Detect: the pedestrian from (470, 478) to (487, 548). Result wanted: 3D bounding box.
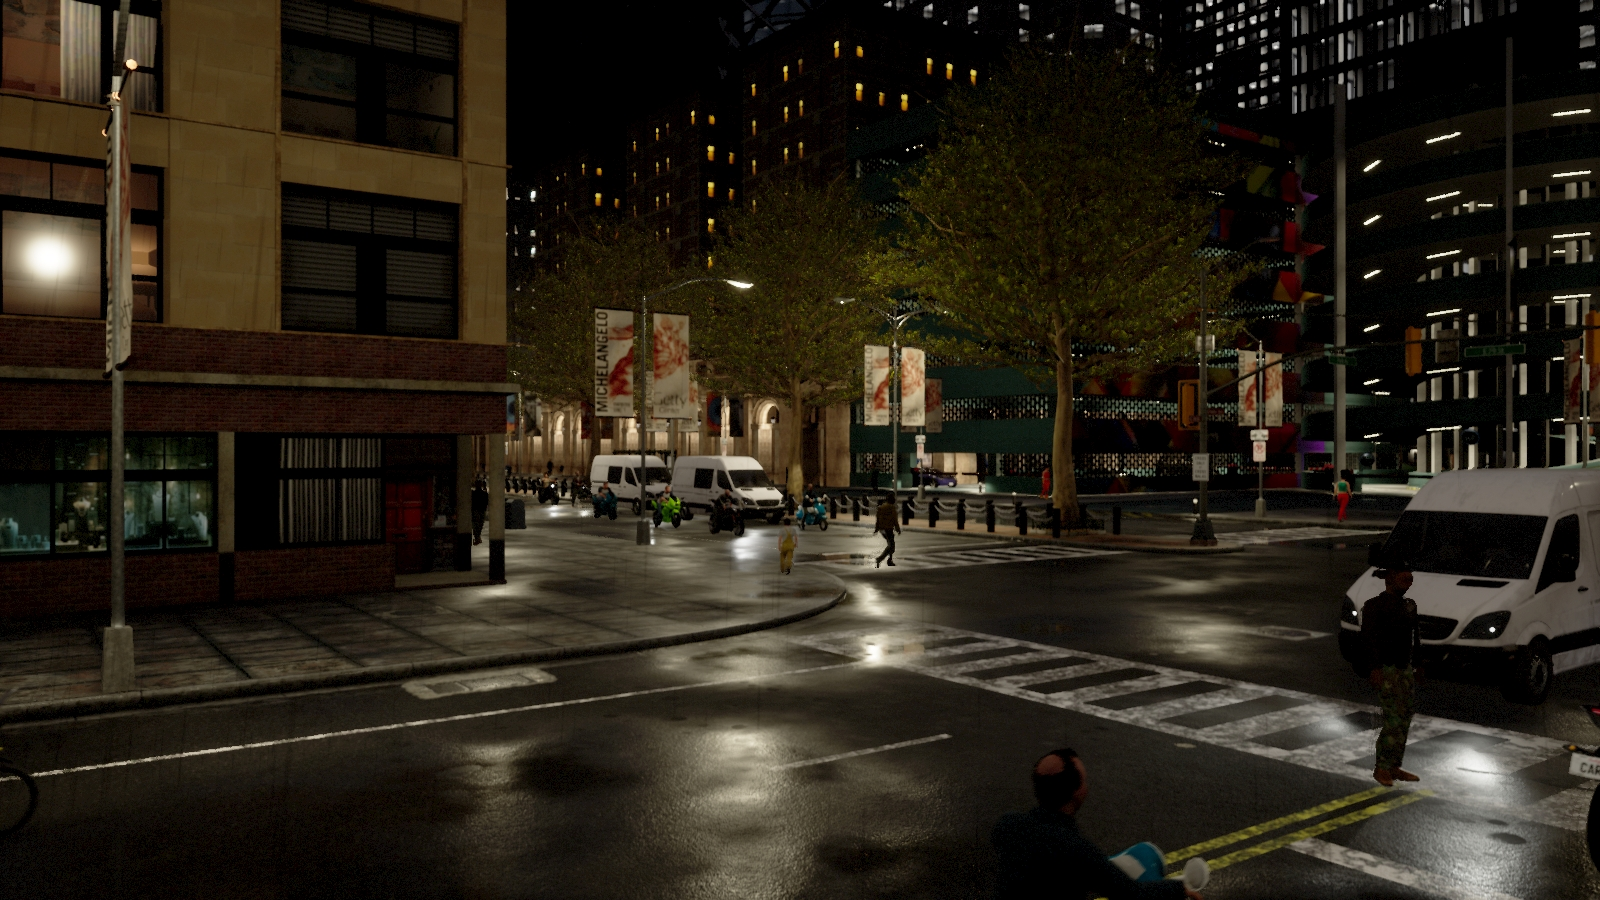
[{"bbox_3d":[-8.735,1.696,31.009,0.375,1.860,0.375,0,0,-27],"label":"pedestrian"}]

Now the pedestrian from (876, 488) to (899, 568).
[{"bbox_3d":[2.075,1.846,27.064,0.375,1.860,0.375,0,0,-38],"label":"pedestrian"}]

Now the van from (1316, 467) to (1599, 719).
[{"bbox_3d":[9.108,1.532,14.421,5.915,2.561,1.988,0,0,-35],"label":"van"}]

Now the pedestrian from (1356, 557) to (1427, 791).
[{"bbox_3d":[4.943,1.846,9.553,0.375,1.860,0.375,0,0,-24],"label":"pedestrian"}]

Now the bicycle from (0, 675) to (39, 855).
[{"bbox_3d":[-6.193,2.256,7.947,1.487,1.080,0.859,0,0,-34],"label":"bicycle"}]

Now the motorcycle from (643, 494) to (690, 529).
[{"bbox_3d":[-4.824,2.209,41.273,0.803,1.145,2.033,0,0,-35],"label":"motorcycle"}]

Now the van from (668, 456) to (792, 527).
[{"bbox_3d":[-2.818,1.530,44.498,1.988,2.561,5.915,0,0,-35],"label":"van"}]

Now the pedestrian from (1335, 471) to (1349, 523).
[{"bbox_3d":[19.697,1.691,41.494,0.375,1.860,0.375,0,0,40],"label":"pedestrian"}]

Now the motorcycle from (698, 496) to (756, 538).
[{"bbox_3d":[-2.440,2.201,37.889,0.867,1.251,2.209,0,0,-35],"label":"motorcycle"}]

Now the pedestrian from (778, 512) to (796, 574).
[{"bbox_3d":[-0.280,1.975,24.406,0.375,1.300,0.375,0,0,-1],"label":"pedestrian"}]
